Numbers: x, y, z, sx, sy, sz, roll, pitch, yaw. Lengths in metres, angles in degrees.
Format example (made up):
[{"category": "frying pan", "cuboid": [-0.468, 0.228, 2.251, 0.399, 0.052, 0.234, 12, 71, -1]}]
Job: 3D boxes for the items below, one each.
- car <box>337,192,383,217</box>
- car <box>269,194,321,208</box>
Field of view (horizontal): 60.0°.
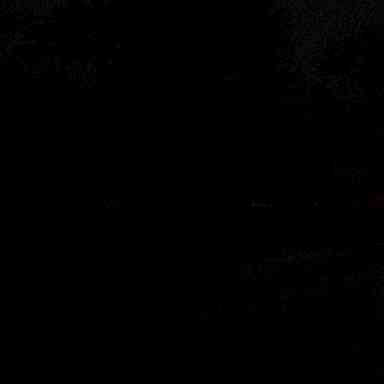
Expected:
[{"category": "car", "cuboid": [12.515, 0.801, 23.158, 1.882, 1.535, 5.008, 0, 1, -23]}, {"category": "car", "cuboid": [9.993, 0.808, 32.688, 4.718, 1.301, 1.895, 0, 1, 41]}]
